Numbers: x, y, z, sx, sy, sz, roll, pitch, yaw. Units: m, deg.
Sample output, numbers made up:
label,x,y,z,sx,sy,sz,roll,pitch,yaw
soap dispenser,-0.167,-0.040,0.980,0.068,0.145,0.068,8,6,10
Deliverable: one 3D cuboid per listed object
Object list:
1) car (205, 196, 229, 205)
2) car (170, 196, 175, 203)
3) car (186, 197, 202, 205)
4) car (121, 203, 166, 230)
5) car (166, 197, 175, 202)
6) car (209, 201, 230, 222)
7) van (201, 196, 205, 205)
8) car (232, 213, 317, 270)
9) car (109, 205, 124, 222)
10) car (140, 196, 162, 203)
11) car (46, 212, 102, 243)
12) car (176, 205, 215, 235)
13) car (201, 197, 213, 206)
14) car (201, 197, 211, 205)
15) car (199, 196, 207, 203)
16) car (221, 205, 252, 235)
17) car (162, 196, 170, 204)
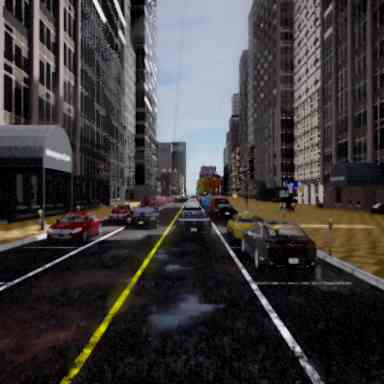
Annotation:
label,x,y,z,sx,sy,sz,roll,pitch,yaw
car,2.711,1.461,33.164,2.192,1.841,5.009,0,0,0
car,-5.651,1.882,77.480,1.887,1.381,4.507,0,0,0
car,0.122,1.727,45.987,1.812,1.442,4.674,0,0,0
car,-3.073,1.661,21.931,1.994,1.385,4.181,0,0,0
car,-5.646,1.935,88.558,2.008,1.369,4.403,0,0,0
car,2.707,1.688,27.623,1.947,1.339,4.313,0,0,0
van,2.720,1.582,55.320,1.690,1.788,3.998,0,0,0
car,2.700,1.600,11.006,2.008,1.369,4.403,0,0,0
car,-5.673,1.704,27.627,1.802,1.307,4.206,0,0,0
car,-5.665,1.509,44.245,2.192,1.841,5.009,0,0,0
car,-5.678,1.656,16.548,1.802,1.307,4.206,0,0,0
car,0.111,1.688,19.549,1.895,1.301,4.718,0,0,0
car,2.722,1.705,60.859,1.967,1.590,4.097,0,0,0
car,2.725,1.815,66.568,1.752,1.417,4.829,0,0,0
car,2.732,1.800,83.016,1.967,1.590,4.097,0,0,0
car,2.702,1.600,16.715,1.752,1.417,4.829,0,0,0
car,-5.658,1.810,60.862,1.887,1.381,4.507,0,0,0
